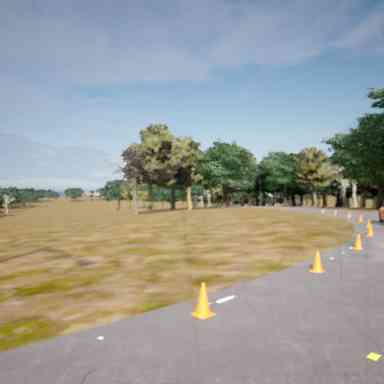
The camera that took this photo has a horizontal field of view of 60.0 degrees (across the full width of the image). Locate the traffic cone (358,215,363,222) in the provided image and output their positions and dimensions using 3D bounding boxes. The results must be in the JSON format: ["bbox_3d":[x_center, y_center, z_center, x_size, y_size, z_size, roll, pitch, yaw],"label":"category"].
[{"bbox_3d":[13.023,1.999,25.611,0.340,0.580,0.340,-1,-1,18],"label":"traffic cone"}]

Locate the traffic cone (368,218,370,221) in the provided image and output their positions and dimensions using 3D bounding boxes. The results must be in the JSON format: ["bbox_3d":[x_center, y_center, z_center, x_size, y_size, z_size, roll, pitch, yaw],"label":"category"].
[{"bbox_3d":[11.306,1.960,21.216,0.340,0.580,0.340,-1,-1,24],"label":"traffic cone"}]

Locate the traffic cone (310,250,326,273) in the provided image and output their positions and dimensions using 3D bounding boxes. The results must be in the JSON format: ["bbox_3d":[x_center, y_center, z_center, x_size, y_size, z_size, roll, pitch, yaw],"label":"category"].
[{"bbox_3d":[3.566,1.948,9.431,0.340,0.580,0.340,-1,0,42],"label":"traffic cone"}]

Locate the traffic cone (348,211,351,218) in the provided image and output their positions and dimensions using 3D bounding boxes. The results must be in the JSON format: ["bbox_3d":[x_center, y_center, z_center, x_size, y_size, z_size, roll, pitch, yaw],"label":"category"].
[{"bbox_3d":[14.273,2.061,30.161,0.340,0.580,0.340,-1,-1,12],"label":"traffic cone"}]

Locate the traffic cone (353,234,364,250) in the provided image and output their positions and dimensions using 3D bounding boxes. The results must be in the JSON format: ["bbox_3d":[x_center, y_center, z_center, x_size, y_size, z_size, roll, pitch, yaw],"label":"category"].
[{"bbox_3d":[6.552,1.943,13.082,0.340,0.580,0.340,-1,0,36],"label":"traffic cone"}]

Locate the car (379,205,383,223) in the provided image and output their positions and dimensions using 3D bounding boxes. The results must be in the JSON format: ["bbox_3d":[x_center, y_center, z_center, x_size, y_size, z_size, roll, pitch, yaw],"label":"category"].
[{"bbox_3d":[14.049,1.337,22.337,2.097,1.767,4.553,-1,-1,21],"label":"car"}]

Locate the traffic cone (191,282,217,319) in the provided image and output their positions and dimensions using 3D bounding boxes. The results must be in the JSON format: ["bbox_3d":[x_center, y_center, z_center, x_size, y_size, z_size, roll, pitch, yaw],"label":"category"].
[{"bbox_3d":[0.215,1.959,6.110,0.340,0.580,0.340,0,0,-42],"label":"traffic cone"}]

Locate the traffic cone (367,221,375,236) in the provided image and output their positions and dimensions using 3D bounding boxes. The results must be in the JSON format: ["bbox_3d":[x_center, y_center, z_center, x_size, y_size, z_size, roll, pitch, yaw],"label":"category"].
[{"bbox_3d":[9.142,1.944,17.024,0.340,0.580,0.340,-1,-1,30],"label":"traffic cone"}]
